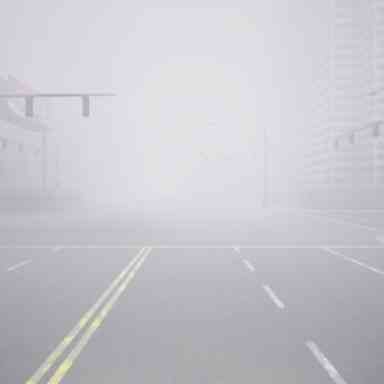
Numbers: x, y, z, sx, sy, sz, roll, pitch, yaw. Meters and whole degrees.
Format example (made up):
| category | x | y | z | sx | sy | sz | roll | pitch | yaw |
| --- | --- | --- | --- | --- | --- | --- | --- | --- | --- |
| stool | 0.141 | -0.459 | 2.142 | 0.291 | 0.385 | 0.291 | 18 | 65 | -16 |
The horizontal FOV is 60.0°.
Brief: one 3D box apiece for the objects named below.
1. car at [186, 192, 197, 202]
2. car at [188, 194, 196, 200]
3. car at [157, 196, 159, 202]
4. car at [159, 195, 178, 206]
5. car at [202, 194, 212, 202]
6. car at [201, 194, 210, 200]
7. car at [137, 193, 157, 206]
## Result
| category | x | y | z | sx | sy | sz | roll | pitch | yaw |
| --- | --- | --- | --- | --- | --- | --- | --- | --- | --- |
| car | -0.081 | 1.103 | 74.314 | 2.150 | 2.045 | 5.566 | 0 | 0 | 0 |
| car | -0.093 | 1.253 | 84.985 | 1.994 | 1.385 | 4.181 | 0 | 0 | 0 |
| car | -7.077 | 1.445 | 66.967 | 2.033 | 1.411 | 5.357 | 0 | 0 | 0 |
| car | -3.624 | 1.428 | 51.380 | 1.837 | 1.490 | 4.892 | 0 | 0 | 0 |
| car | 3.418 | 1.233 | 75.091 | 2.097 | 1.767 | 4.553 | 0 | 0 | 0 |
| car | 3.407 | 1.240 | 84.989 | 2.033 | 1.411 | 5.357 | 0 | 0 | 0 |
| car | -7.122 | 1.275 | 51.378 | 2.097 | 1.767 | 4.553 | 0 | 0 | 0 |
